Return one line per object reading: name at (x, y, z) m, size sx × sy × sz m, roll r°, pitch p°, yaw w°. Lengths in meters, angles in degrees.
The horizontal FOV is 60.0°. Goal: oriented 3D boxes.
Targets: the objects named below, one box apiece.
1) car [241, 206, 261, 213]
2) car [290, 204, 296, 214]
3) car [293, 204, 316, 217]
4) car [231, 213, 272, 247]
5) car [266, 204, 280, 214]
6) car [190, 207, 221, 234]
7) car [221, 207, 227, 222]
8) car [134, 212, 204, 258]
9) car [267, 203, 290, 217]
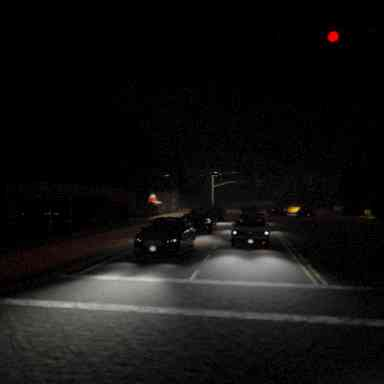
car at (4.779, 2.164, 27.108) m, size 1.812 × 1.442 × 4.674 m, roll 0°, pitch -1°, yaw 10°
car at (16.748, 2.730, 54.040) m, size 1.882 × 1.535 × 5.008 m, roll 0°, pitch -1°, yaw 10°
car at (15.021, 2.618, 43.954) m, size 1.895 × 1.301 × 4.718 m, roll 0°, pitch -1°, yaw 10°
car at (3.075, 2.014, 17.469) m, size 1.895 × 1.301 × 4.718 m, roll 0°, pitch -1°, yaw 10°
car at (13.302, 2.778, 54.650) m, size 1.837 × 1.490 × 4.892 m, roll 0°, pitch -1°, yaw 10°
car at (0.573, 1.911, 23.430) m, size 2.097 × 1.767 × 4.553 m, roll 0°, pitch -1°, yaw 10°
car at (2.669, 2.339, 35.237) m, size 1.837 × 1.490 × 4.892 m, roll 0°, pitch -1°, yaw 10°
car at (-1.003, 1.841, 14.451) m, size 2.128 × 1.511 × 4.902 m, roll 0°, pitch -1°, yaw 10°
car at (11.760, 2.413, 45.579) m, size 2.097 × 1.767 × 4.553 m, roll 0°, pitch -1°, yaw 10°
